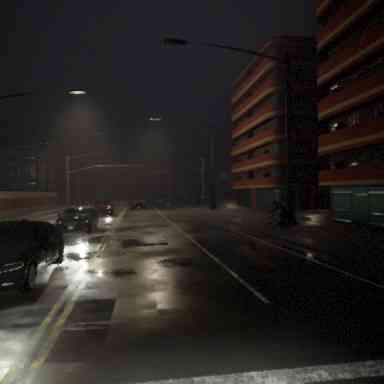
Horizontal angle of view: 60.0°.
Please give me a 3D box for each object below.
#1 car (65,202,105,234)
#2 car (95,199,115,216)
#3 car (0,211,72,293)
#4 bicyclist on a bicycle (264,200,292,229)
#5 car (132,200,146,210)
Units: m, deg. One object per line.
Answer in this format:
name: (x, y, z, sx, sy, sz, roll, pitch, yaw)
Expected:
car: (-6.601, 1.574, 19.441, 2.128, 1.511, 4.902, -1, 0, -10)
car: (-8.895, 1.462, 33.060, 2.097, 1.767, 4.553, -1, 0, -9)
car: (-4.851, 1.537, 9.097, 1.882, 1.535, 5.008, -1, 0, -10)
bicyclist on a bicycle: (4.727, 1.248, 18.308, 1.656, 1.620, 0.582, -1, 0, -10)
car: (-7.247, 1.692, 45.262, 1.895, 1.301, 4.718, -1, 0, -9)
